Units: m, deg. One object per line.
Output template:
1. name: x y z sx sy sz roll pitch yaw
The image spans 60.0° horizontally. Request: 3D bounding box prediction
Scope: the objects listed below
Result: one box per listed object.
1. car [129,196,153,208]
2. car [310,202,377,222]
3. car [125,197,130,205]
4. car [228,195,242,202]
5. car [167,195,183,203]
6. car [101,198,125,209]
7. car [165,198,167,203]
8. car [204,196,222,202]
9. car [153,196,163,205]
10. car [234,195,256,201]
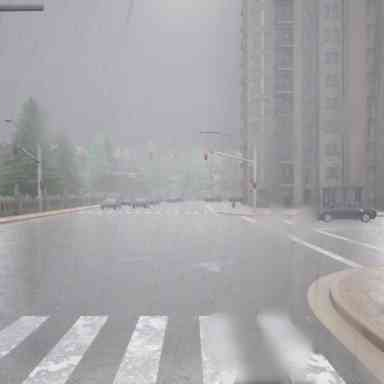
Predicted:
1. car: -7.154 1.526 47.092 1.812 1.442 4.674 0 0 1
2. car: 11.799 1.560 26.099 4.892 1.490 1.837 0 0 0
3. car: -10.445 1.564 52.993 1.994 1.385 4.181 0 0 2
4. car: 10.161 1.553 74.639 4.181 1.385 1.994 0 0 -38
5. car: -3.672 1.352 68.419 2.097 1.767 4.553 0 0 24
6. car: -10.682 1.526 44.251 1.812 1.442 4.674 0 0 1
7. car: -7.728 1.548 67.863 2.033 1.411 5.357 0 0 20
8. car: 4.804 1.524 74.536 4.674 1.442 1.812 0 0 -42
9. car: -6.760 1.547 57.406 2.033 1.411 5.357 0 0 7
10. car: 12.867 1.500 80.433 4.892 1.490 1.837 0 0 -24
